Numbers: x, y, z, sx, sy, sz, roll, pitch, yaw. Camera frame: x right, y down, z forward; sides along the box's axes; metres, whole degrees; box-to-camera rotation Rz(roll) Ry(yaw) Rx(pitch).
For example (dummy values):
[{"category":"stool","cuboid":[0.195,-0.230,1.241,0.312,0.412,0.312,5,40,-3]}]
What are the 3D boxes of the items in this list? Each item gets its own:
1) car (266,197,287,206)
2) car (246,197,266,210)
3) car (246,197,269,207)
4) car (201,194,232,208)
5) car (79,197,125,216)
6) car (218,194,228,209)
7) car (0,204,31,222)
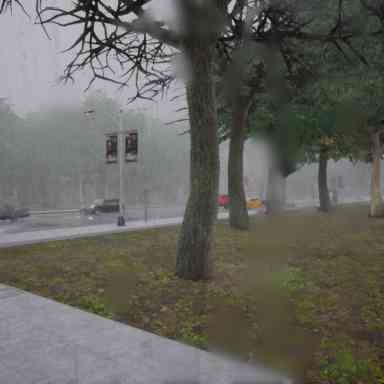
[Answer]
[{"category":"car","cuboid":[13.625,1.570,53.505,1.882,1.535,5.008,0,0,36]},{"category":"car","cuboid":[7.827,1.551,45.308,1.882,1.535,5.008,0,0,36]},{"category":"car","cuboid":[10.914,1.593,55.302,1.837,1.490,4.892,0,0,36]},{"category":"car","cuboid":[3.789,1.295,50.958,2.150,2.045,5.566,0,0,36]},{"category":"car","cuboid":[-8.951,1.383,33.260,2.097,1.767,4.553,0,0,35]},{"category":"car","cuboid":[4.831,1.290,46.714,2.150,2.045,5.566,0,0,36]},{"category":"car","cuboid":[-14.997,1.563,24.805,2.033,1.411,5.357,0,0,35]}]
